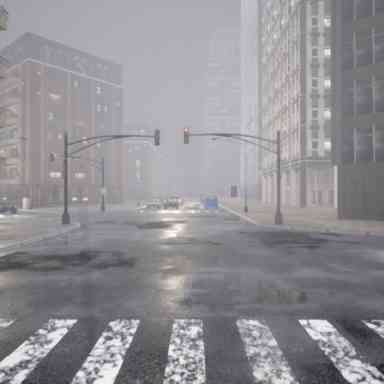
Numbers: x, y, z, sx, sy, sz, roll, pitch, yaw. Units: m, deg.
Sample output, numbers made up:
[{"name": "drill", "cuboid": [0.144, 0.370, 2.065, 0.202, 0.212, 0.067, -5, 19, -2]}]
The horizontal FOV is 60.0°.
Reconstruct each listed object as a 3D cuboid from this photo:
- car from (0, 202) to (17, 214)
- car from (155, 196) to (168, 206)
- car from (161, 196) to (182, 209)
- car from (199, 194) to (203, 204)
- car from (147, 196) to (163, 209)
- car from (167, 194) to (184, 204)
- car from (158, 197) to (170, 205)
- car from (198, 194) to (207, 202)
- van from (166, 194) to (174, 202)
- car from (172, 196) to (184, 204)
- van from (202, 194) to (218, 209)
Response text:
[{"name": "car", "cuboid": [-21.071, 1.784, 36.702, 4.718, 1.301, 1.895, -1, -1, 41]}, {"name": "car", "cuboid": [-5.196, 1.502, 57.103, 1.967, 1.590, 4.097, 0, 0, 0]}, {"name": "car", "cuboid": [-2.737, 1.638, 45.127, 1.895, 1.301, 4.718, 0, 0, 0]}, {"name": "car", "cuboid": [2.707, 1.635, 68.191, 1.887, 1.381, 4.507, 0, 0, 0]}, {"name": "car", "cuboid": [-5.219, 1.564, 45.828, 1.752, 1.417, 4.829, 0, 0, 0]}, {"name": "car", "cuboid": [-2.708, 1.409, 55.068, 2.097, 1.767, 4.553, 0, 0, 1]}, {"name": "car", "cuboid": [-5.185, 1.641, 62.656, 1.947, 1.339, 4.313, 0, 0, 0]}, {"name": "car", "cuboid": [2.739, 1.456, 84.850, 2.192, 1.841, 5.009, 0, 0, 0]}, {"name": "van", "cuboid": [-5.150, 1.463, 79.312, 1.690, 1.788, 3.998, 0, 0, 0]}, {"name": "car", "cuboid": [-2.646, 1.577, 65.982, 2.128, 1.511, 4.902, 0, 0, 1]}, {"name": "van", "cuboid": [2.663, 1.380, 45.982, 1.690, 1.788, 3.998, 0, 0, 0]}]
